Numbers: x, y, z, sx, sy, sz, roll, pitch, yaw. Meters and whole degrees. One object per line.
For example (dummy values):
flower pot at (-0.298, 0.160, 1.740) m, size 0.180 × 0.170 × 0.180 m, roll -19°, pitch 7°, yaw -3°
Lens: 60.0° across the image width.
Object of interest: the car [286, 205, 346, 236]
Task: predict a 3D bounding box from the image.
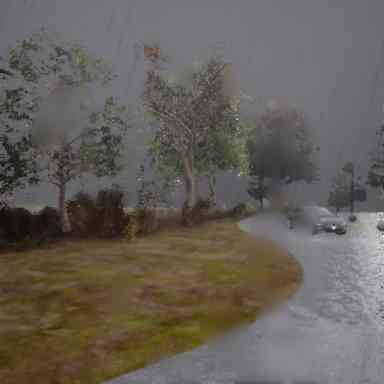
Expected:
car at (6.912, 1.566, 19.073) m, size 1.837 × 1.490 × 4.892 m, roll -1°, pitch 0°, yaw -4°
